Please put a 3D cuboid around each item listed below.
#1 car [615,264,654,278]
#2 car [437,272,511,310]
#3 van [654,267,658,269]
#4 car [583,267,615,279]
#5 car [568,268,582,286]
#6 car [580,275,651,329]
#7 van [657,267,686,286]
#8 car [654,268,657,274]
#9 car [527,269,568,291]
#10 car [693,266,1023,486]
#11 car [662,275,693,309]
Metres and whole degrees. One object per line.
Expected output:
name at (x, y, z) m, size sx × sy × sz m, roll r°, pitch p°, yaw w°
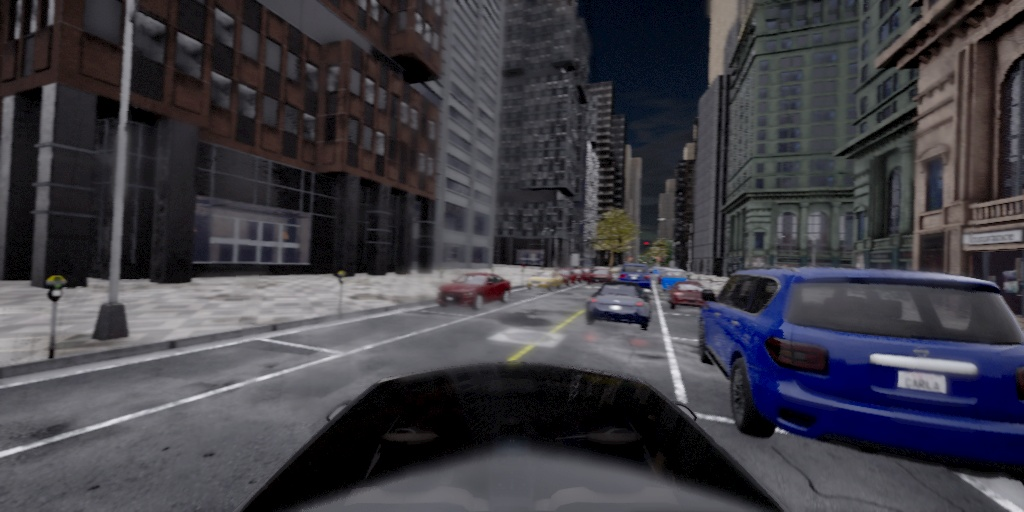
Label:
car at (9.187, 1.620, 26.675) m, size 2.150 × 2.045 × 5.566 m, roll 2°, pitch 0°, yaw 21°
car at (-1.496, 1.370, 15.204) m, size 1.888 × 1.381 × 4.507 m, roll 0°, pitch 0°, yaw 21°
van at (18.266, 2.296, 43.118) m, size 1.690 × 1.789 × 3.998 m, roll 0°, pitch 0°, yaw 21°
car at (8.170, 1.896, 32.971) m, size 1.882 × 1.535 × 5.008 m, roll 2°, pitch -1°, yaw 21°
car at (4.393, 1.780, 30.694) m, size 1.888 × 1.381 × 4.507 m, roll 0°, pitch 0°, yaw 21°
car at (3.868, 1.590, 12.736) m, size 1.994 × 1.385 × 4.181 m, roll 2°, pitch -1°, yaw 21°
van at (12.371, 1.884, 27.632) m, size 1.690 × 1.789 × 3.998 m, roll 0°, pitch 0°, yaw 21°
car at (16.301, 2.362, 37.955) m, size 1.888 × 1.381 × 4.507 m, roll 0°, pitch 0°, yaw 21°
car at (2.370, 1.624, 25.372) m, size 1.751 × 1.417 × 4.829 m, roll 0°, pitch 0°, yaw 21°
car at (4.332, 1.200, 5.467) m, size 2.150 × 2.045 × 5.566 m, roll 2°, pitch -1°, yaw 21°
car at (8.441, 1.851, 17.308) m, size 1.802 × 1.307 × 4.207 m, roll 0°, pitch 0°, yaw 21°
